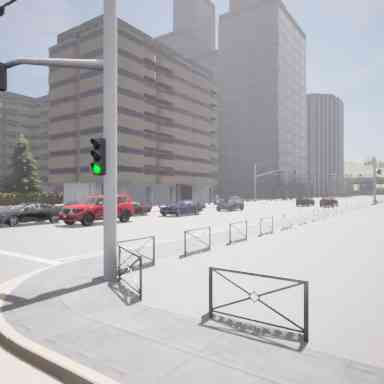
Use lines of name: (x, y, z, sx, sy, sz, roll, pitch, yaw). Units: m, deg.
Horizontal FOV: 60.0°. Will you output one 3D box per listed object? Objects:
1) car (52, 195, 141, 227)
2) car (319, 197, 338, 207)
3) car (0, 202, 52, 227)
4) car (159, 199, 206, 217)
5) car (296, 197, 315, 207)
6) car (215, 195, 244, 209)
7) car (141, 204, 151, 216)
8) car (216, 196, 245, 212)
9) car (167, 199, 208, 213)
car: (-6.550, 1.221, 23.524, 2.150, 2.045, 5.566, 0, 0, 35)
car: (20.874, 1.478, 50.652, 1.882, 1.535, 5.008, 0, 0, 35)
car: (-11.213, 1.491, 22.925, 2.128, 1.511, 4.902, 0, 0, 35)
car: (-1.006, 1.601, 31.569, 1.895, 1.301, 4.718, 0, 0, 35)
car: (17.950, 1.478, 52.546, 1.882, 1.535, 5.008, 0, 0, 35)
car: (5.385, 1.352, 46.938, 2.097, 1.767, 4.553, 0, 0, 35)
car: (-5.953, 1.601, 30.557, 1.895, 1.301, 4.718, 0, 0, 35)
car: (4.679, 1.526, 39.790, 1.812, 1.442, 4.674, 0, 0, 35)
car: (-0.407, 1.547, 38.601, 2.033, 1.411, 5.357, 0, 0, 35)
